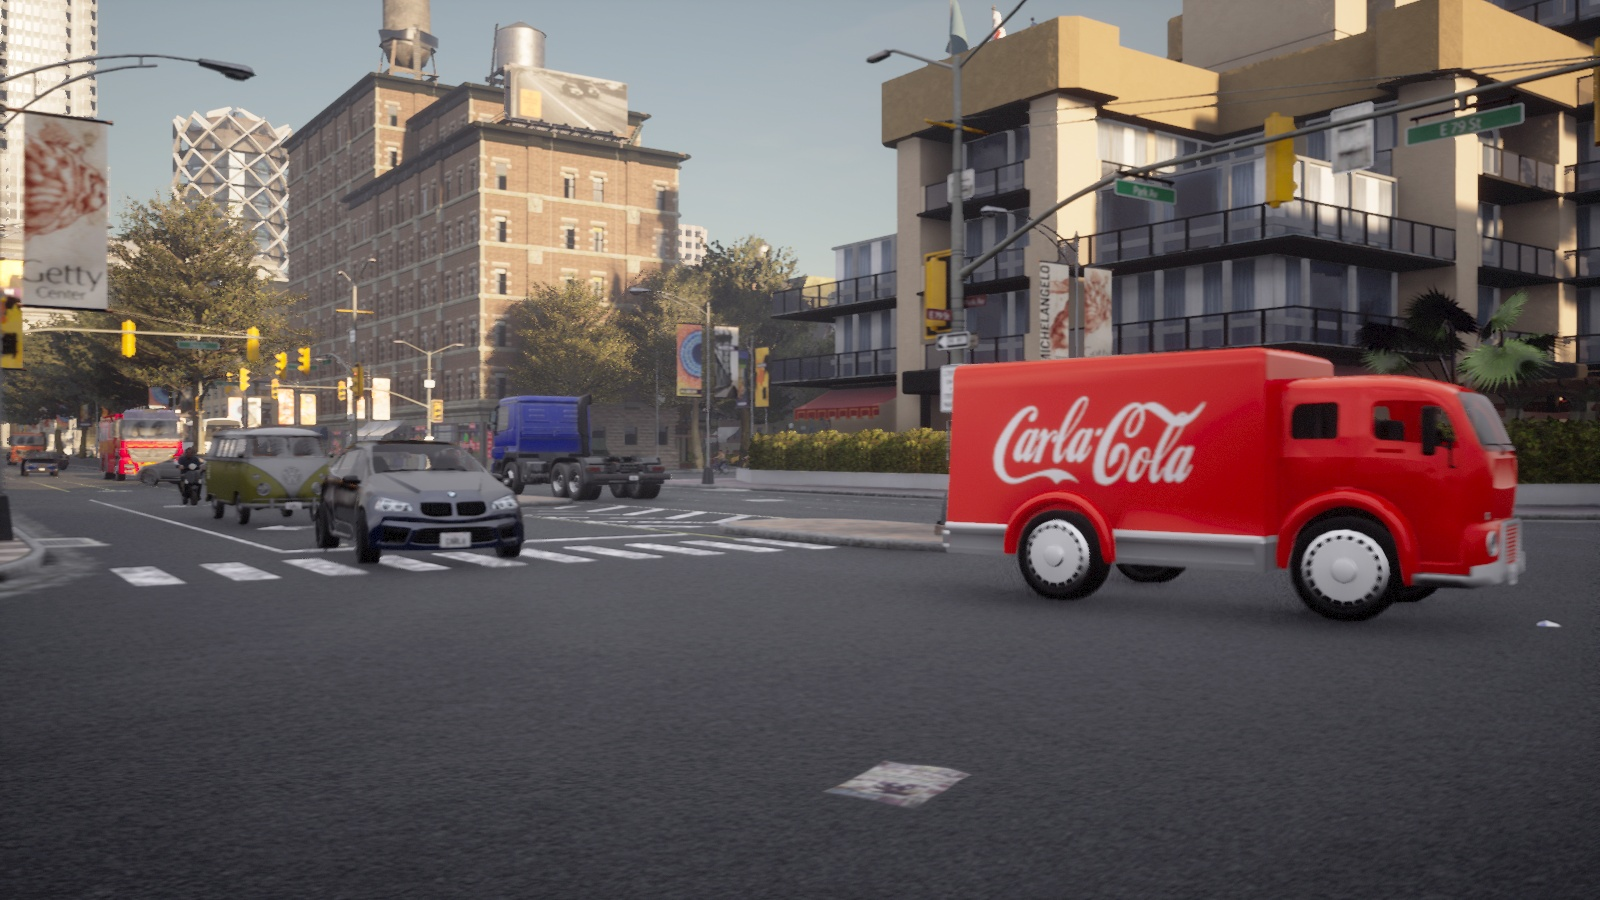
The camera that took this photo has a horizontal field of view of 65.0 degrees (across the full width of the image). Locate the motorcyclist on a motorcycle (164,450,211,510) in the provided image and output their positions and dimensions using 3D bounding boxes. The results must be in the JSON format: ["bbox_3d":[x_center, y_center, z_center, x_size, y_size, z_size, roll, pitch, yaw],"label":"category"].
[{"bbox_3d":[-16.789,0.804,34.408,0.866,1.590,1.817,0,-1,-35],"label":"motorcyclist on a motorcycle"}]

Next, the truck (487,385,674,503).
[{"bbox_3d":[-7.333,-0.162,40.950,2.891,3.462,7.936,0,0,-35],"label":"truck"}]

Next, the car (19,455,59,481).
[{"bbox_3d":[-45.192,1.024,74.526,1.816,1.474,4.193,0,0,-35],"label":"car"}]

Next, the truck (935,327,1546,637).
[{"bbox_3d":[4.283,0.254,12.629,5.204,2.467,2.627,0,0,39],"label":"truck"}]

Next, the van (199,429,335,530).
[{"bbox_3d":[-11.512,0.570,26.959,1.775,1.987,4.442,0,0,-35],"label":"van"}]

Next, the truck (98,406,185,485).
[{"bbox_3d":[-34.153,-0.210,64.961,2.891,3.827,8.468,0,0,-35],"label":"truck"}]

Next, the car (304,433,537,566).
[{"bbox_3d":[-5.679,0.634,18.339,2.242,1.667,4.611,0,0,-30],"label":"car"}]

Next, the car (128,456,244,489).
[{"bbox_3d":[-27.051,0.979,55.369,4.181,1.385,1.994,0,0,6],"label":"car"}]
